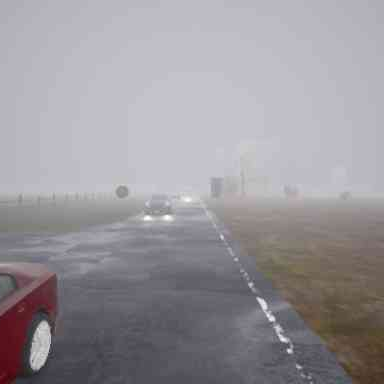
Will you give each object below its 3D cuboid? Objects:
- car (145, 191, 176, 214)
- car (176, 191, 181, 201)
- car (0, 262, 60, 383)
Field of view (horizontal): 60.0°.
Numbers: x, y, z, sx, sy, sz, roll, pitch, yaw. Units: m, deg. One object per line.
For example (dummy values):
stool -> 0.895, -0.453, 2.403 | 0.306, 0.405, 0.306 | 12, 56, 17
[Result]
car -> -2.793, 0.924, 28.626 | 2.097, 1.767, 4.553 | 0, 1, 0
car -> -2.834, 0.638, 54.678 | 1.812, 1.442, 4.674 | 0, 1, 0
car -> -2.753, 1.439, 2.568 | 1.882, 1.535, 5.008 | 0, 1, 0
